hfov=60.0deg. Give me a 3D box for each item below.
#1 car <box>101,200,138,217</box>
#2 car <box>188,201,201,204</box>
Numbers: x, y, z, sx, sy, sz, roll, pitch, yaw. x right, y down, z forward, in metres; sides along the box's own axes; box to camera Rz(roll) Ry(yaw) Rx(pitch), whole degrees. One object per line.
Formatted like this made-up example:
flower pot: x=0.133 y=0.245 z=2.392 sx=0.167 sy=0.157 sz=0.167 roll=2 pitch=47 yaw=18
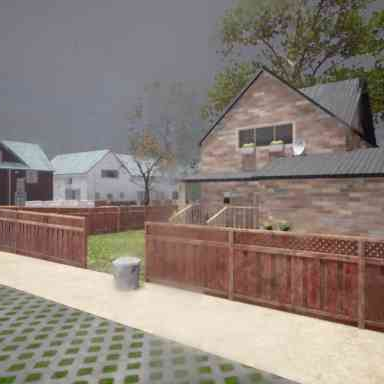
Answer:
car: x=-6.970 y=1.574 z=31.203 sx=2.097 sy=1.767 sz=4.553 roll=0 pitch=-1 yaw=37
car: x=0.610 y=1.833 z=41.314 sx=2.128 sy=1.511 sz=4.902 roll=0 pitch=-1 yaw=37
